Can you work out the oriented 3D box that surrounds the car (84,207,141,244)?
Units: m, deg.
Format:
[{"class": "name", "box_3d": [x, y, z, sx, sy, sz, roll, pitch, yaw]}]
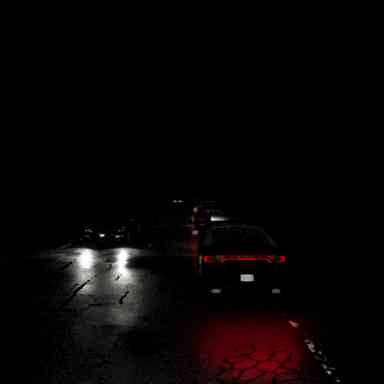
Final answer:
[{"class": "car", "box_3d": [-3.613, 1.501, 15.790, 1.837, 1.490, 4.892, 0, 0, 0]}]

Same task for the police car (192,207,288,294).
[{"class": "police car", "box_3d": [1.042, 1.423, 8.894, 1.930, 1.638, 5.238, 0, 0, 0]}]

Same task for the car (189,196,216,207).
[{"class": "car", "box_3d": [1.025, 1.346, 24.756, 2.097, 1.767, 4.553, 0, 0, 0]}]

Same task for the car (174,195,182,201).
[{"class": "car", "box_3d": [-3.583, 1.562, 84.775, 2.033, 1.411, 5.357, 0, 0, 0]}]

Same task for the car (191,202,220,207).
[{"class": "car", "box_3d": [1.032, 1.521, 18.785, 1.812, 1.442, 4.674, 0, 0, 0]}]

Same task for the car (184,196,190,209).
[{"class": "car", "box_3d": [-0.025, 1.474, 45.248, 1.882, 1.535, 5.008, 0, 0, 0]}]

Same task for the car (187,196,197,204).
[{"class": "car", "box_3d": [-0.063, 1.509, 64.386, 1.837, 1.490, 4.892, 0, 0, 0]}]
